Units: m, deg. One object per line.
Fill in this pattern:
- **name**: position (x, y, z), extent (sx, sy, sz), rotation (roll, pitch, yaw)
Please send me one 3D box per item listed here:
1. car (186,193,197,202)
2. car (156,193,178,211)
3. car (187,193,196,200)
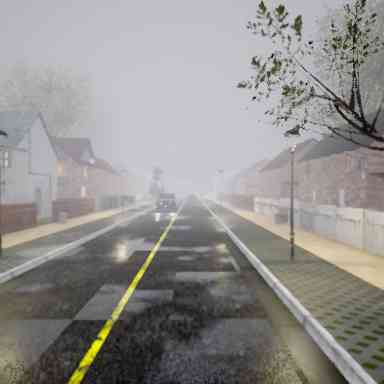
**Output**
- **car**: position (-0.064, 1.187, 63.554), extent (1.994, 1.385, 4.181), rotation (0, 0, 0)
- **car**: position (-2.788, 1.109, 37.528), extent (2.150, 2.045, 5.566), rotation (0, 0, 0)
- **car**: position (-0.075, 0.979, 73.510), extent (2.033, 1.411, 5.357), rotation (0, 0, 0)
